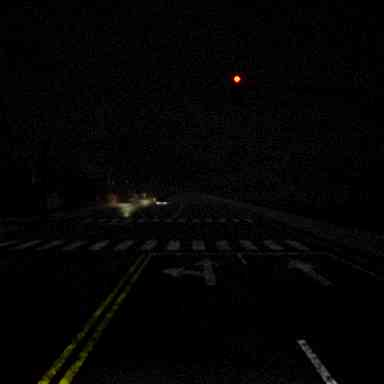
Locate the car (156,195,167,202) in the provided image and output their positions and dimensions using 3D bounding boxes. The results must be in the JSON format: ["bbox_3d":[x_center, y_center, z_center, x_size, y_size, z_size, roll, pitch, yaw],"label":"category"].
[{"bbox_3d":[-6.328,1.375,69.302,1.994,1.385,4.181,0,0,0],"label":"car"}]
